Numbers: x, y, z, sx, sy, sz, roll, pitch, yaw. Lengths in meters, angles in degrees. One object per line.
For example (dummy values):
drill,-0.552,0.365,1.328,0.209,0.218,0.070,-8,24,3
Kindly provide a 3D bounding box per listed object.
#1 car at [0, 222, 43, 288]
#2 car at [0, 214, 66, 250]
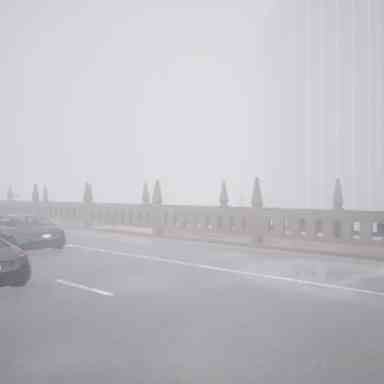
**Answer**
car,-5.795,1.564,8.124,4.181,1.385,1.994,0,0,36
car,-6.897,1.565,13.209,4.181,1.385,1.994,0,0,35
